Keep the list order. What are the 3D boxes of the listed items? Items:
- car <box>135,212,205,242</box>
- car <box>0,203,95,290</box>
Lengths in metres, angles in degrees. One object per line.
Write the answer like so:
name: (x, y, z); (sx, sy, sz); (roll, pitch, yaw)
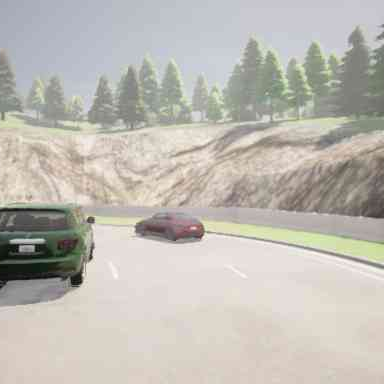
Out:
car: (-1.265, 1.753, 17.770); (1.994, 1.385, 4.181); (1, -1, -42)
car: (-4.124, 1.324, 9.644); (2.150, 2.045, 5.566); (1, -1, -14)
